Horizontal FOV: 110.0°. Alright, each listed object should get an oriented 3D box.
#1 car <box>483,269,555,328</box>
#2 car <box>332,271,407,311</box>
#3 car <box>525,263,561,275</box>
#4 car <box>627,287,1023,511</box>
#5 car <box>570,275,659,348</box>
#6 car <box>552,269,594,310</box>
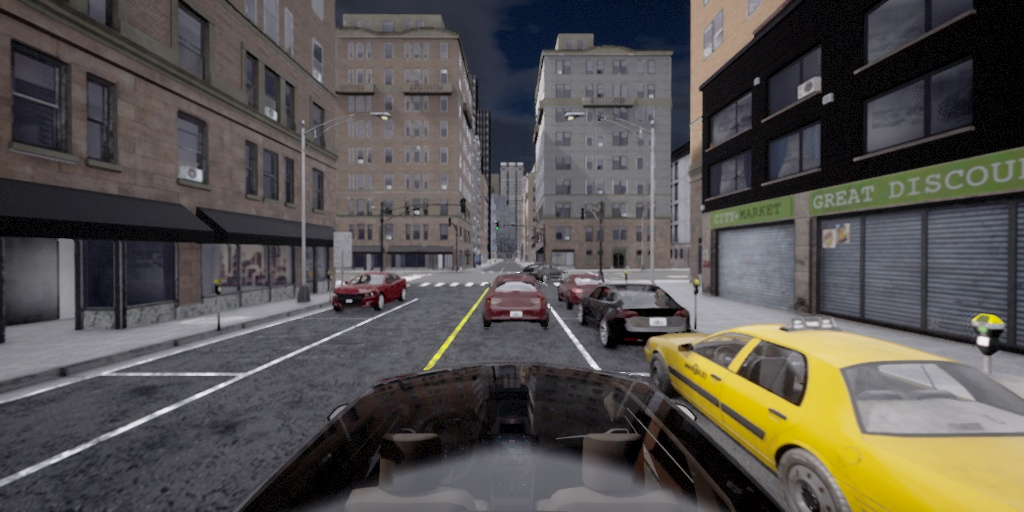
[{"bbox_3d":[0.100,1.301,11.378,1.812,1.442,4.674,0,0,0],"label":"car"},{"bbox_3d":[-5.658,1.329,14.716,1.888,1.381,4.507,0,0,0],"label":"car"},{"bbox_3d":[2.649,1.329,28.802,1.837,1.490,4.892,-3,-2,38],"label":"car"},{"bbox_3d":[2.876,1.280,3.709,1.751,1.417,4.829,0,0,0],"label":"car"},{"bbox_3d":[2.881,1.335,9.125,1.948,1.339,4.313,0,0,0],"label":"car"},{"bbox_3d":[2.887,1.366,14.711,1.802,1.307,4.207,0,0,0],"label":"car"}]
